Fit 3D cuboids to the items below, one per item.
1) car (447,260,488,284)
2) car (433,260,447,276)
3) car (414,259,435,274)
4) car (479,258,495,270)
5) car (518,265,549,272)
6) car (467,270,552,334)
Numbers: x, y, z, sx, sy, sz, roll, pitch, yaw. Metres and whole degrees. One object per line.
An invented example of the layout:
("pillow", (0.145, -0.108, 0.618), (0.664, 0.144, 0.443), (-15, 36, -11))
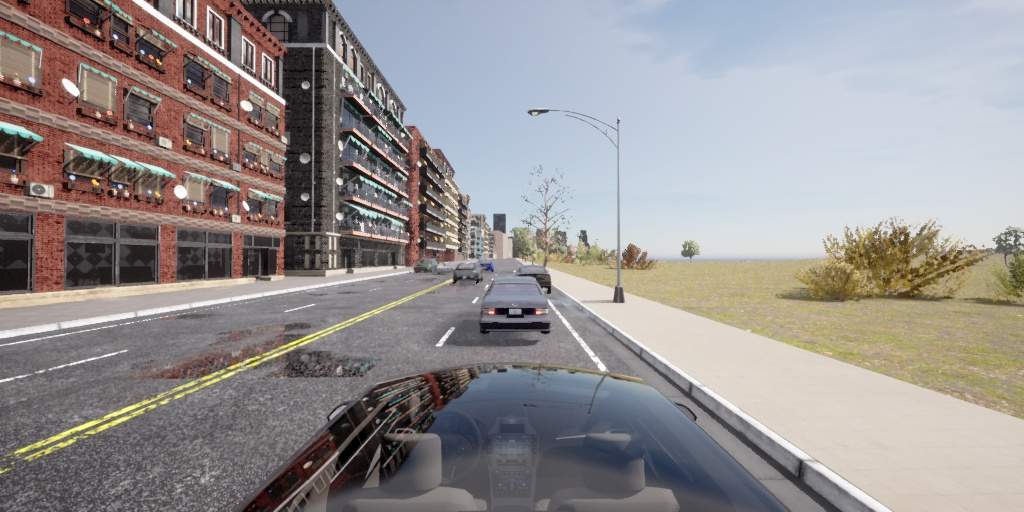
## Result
("car", (-3.184, 1.243, 26.656), (2.128, 1.511, 4.902), (0, 0, 0))
("car", (-6.649, 1.352, 37.858), (1.895, 1.301, 4.718), (0, 0, 0))
("car", (-9.902, 1.103, 41.750), (2.097, 1.767, 4.553), (0, 0, 0))
("car", (-3.206, 1.229, 44.622), (1.882, 1.535, 5.008), (0, 0, -1))
("car", (1.112, 1.230, 20.371), (1.882, 1.535, 5.008), (0, 0, 0))
("car", (0.091, 1.299, 10.607), (2.033, 1.411, 5.357), (0, 0, 0))
